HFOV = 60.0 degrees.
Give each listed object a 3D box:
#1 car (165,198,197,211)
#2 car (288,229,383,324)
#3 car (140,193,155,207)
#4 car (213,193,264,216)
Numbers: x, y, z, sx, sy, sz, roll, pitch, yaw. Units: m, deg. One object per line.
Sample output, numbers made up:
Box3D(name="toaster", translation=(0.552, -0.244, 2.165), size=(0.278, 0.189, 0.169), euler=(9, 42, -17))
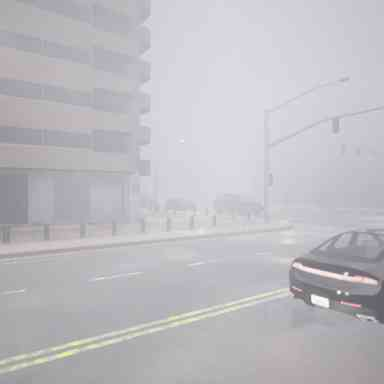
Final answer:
Box3D(name="car", translation=(-1.383, 1.422, 40.446), size=(1.882, 1.535, 5.008), euler=(0, 0, -35))
Box3D(name="car", translation=(4.005, 1.492, 6.597), size=(4.902, 1.511, 2.128), euler=(0, 0, -35))
Box3D(name="car", translation=(-7.361, 1.165, 49.141), size=(2.150, 2.045, 5.566), euler=(0, 0, -34))
Box3D(name="car", translation=(4.351, 1.166, 32.252), size=(2.150, 2.045, 5.566), euler=(0, 0, -35))
